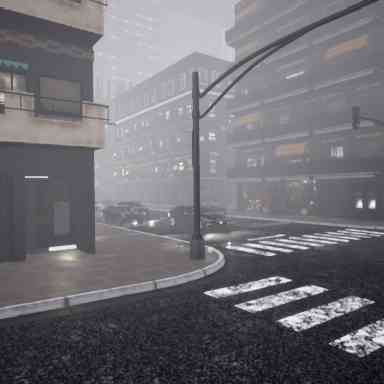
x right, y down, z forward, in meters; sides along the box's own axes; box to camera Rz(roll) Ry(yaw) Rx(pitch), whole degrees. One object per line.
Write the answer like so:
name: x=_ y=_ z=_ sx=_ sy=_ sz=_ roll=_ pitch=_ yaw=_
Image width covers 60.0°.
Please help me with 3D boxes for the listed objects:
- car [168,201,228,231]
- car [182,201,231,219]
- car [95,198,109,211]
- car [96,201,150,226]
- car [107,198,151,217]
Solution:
car: x=0.268 y=1.534 z=21.209 sx=1.837 sy=1.490 sz=4.892 roll=-1 pitch=1 yaw=-36
car: x=1.198 y=1.512 z=29.152 sx=2.008 sy=1.369 sz=4.403 roll=-1 pitch=1 yaw=-36
car: x=-11.347 y=1.568 z=37.244 sx=1.812 sy=1.442 sz=4.674 roll=-1 pitch=1 yaw=-36
car: x=-5.182 y=1.632 z=24.527 sx=1.947 sy=1.339 sz=4.313 roll=-1 pitch=1 yaw=-36
car: x=-5.300 y=1.540 z=28.887 sx=1.837 sy=1.490 sz=4.892 roll=-1 pitch=1 yaw=-36
